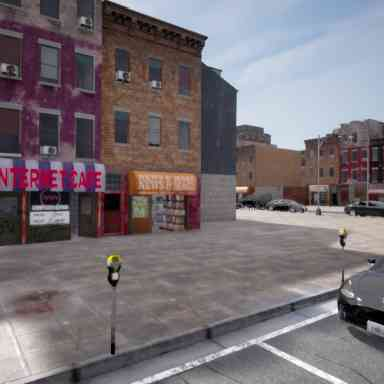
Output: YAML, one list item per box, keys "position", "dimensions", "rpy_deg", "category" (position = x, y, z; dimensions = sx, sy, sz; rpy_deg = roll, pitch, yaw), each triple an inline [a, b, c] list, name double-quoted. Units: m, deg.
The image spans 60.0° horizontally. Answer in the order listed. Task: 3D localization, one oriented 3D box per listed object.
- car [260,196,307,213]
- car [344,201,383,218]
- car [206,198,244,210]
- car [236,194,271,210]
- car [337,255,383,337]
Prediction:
- position: [10.359, 1.547, 36.706]
  dimensions: [2.128, 1.511, 4.902]
  rpy_deg: [1, 0, -35]
  category: "car"
- position: [15.843, 1.542, 28.975]
  dimensions: [1.837, 1.490, 4.892]
  rpy_deg: [1, 0, -35]
  category: "car"
- position: [4.360, 1.624, 45.151]
  dimensions: [2.033, 1.411, 5.357]
  rpy_deg: [1, 0, -36]
  category: "car"
- position: [8.380, 1.318, 44.589]
  dimensions: [2.150, 2.045, 5.566]
  rpy_deg: [1, 0, -35]
  category: "car"
- position: [4.409, 1.567, 5.943]
  dimensions: [4.313, 1.339, 1.947]
  rpy_deg: [0, 0, -35]
  category: "car"
